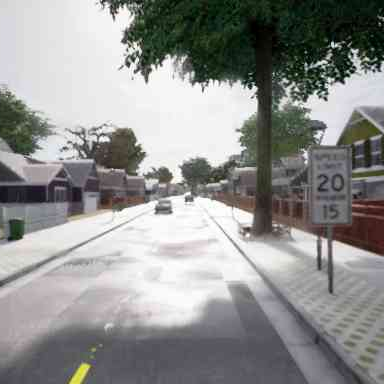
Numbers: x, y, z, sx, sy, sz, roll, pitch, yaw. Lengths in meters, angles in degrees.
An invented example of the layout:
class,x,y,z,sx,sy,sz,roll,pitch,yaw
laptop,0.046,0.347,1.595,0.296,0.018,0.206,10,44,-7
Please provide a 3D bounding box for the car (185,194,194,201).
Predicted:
class,x,y,z,sx,sy,sz,roll,pitch,yaw
car,-0.676,1.324,82.344,2.128,1.511,4.902,-1,0,0

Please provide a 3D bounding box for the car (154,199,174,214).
class,x,y,z,sx,sy,sz,roll,pitch,yaw
car,-3.040,1.547,36.566,1.837,1.490,4.892,-1,0,0

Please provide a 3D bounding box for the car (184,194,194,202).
class,x,y,z,sx,sy,sz,roll,pitch,yaw
car,-0.591,1.287,72.250,2.097,1.767,4.553,-1,0,0
